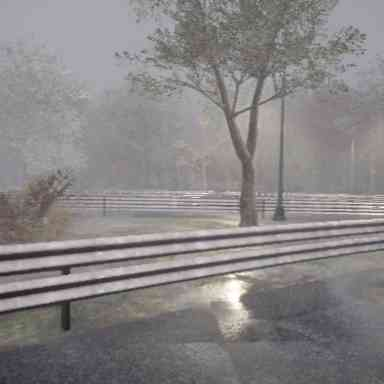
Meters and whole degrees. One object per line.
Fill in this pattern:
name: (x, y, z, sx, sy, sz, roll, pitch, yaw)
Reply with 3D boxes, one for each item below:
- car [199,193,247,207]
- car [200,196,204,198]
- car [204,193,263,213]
car: (3.170, 0.820, 34.803, 4.718, 1.301, 1.895, 1, 2, -4)
car: (3.378, 0.822, 31.308, 4.902, 1.511, 2.128, 1, 2, -4)
car: (3.613, 0.967, 27.818, 4.674, 1.442, 1.812, 1, 2, -4)
